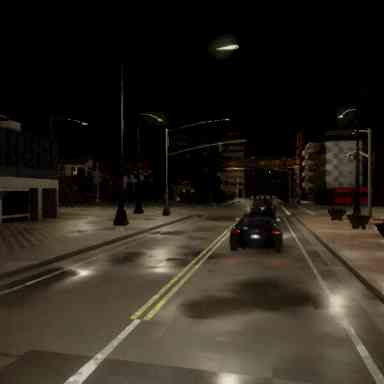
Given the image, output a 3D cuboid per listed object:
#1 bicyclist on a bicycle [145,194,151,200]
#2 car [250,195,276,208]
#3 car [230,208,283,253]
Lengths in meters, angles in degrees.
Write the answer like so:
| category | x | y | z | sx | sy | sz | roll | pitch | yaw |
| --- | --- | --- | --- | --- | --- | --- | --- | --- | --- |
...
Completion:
| category | x | y | z | sx | sy | sz | roll | pitch | yaw |
| --- | --- | --- | --- | --- | --- | --- | --- | --- | --- |
| bicyclist on a bicycle | -11.168 | 1.302 | 84.296 | 1.656 | 1.620 | 0.582 | 0 | 0 | -33 |
| car | 6.083 | 1.365 | 28.477 | 2.097 | 1.767 | 4.553 | 0 | 0 | 13 |
| car | 2.725 | 1.571 | 13.889 | 1.994 | 1.385 | 4.181 | 0 | 0 | 13 |
